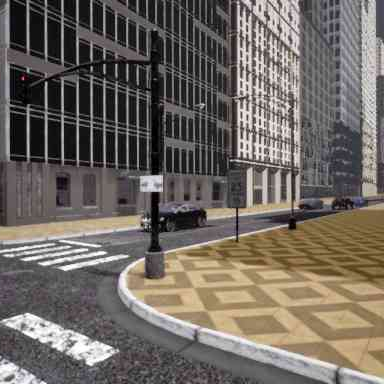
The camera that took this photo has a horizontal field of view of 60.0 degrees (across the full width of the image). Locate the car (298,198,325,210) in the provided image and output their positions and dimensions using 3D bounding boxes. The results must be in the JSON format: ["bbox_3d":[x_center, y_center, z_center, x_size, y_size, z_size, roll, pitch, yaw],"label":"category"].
[{"bbox_3d":[14.646,1.419,40.601,2.033,1.411,5.357,0,0,37],"label":"car"}]

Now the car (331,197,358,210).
[{"bbox_3d":[18.385,1.358,40.404,1.837,1.490,4.892,0,0,37],"label":"car"}]

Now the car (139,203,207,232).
[{"bbox_3d":[-0.996,1.443,19.764,2.128,1.511,4.902,0,0,37],"label":"car"}]

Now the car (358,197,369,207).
[{"bbox_3d":[24.597,1.368,48.773,2.033,1.411,5.357,0,0,37],"label":"car"}]
